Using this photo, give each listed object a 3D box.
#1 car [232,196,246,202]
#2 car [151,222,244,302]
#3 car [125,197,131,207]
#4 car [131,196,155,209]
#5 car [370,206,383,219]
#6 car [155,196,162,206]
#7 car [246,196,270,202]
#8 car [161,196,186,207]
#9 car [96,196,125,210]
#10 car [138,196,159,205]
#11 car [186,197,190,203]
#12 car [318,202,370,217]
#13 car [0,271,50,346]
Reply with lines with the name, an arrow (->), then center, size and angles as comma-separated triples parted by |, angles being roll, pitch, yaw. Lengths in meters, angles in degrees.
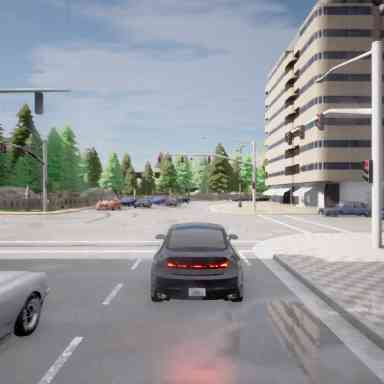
car -> 11.615, 1.540, 76.446 | 5.357, 1.411, 2.033 | 0, 0, -37
car -> 0.118, 1.505, 8.238 | 1.837, 1.490, 4.892 | 0, 0, 1
car -> -9.861, 1.478, 50.986 | 1.882, 1.535, 5.008 | 0, 0, 7
car -> -6.737, 1.564, 45.999 | 1.994, 1.385, 4.181 | 0, 0, 0
car -> 17.705, 1.581, 27.395 | 4.674, 1.442, 1.812 | 0, 0, 0
car -> -5.627, 1.478, 55.805 | 1.882, 1.535, 5.008 | 0, 0, 14
car -> 15.203, 1.595, 74.682 | 4.718, 1.301, 1.895 | 0, 0, -33
car -> -2.791, 1.547, 51.476 | 2.033, 1.411, 5.357 | 0, 0, 7
car -> -10.394, 1.352, 41.775 | 2.097, 1.767, 4.553 | 0, 0, 2
car -> -7.818, 1.505, 60.705 | 1.837, 1.490, 4.892 | 0, 0, 19
car -> -2.194, 1.478, 65.288 | 1.882, 1.535, 5.008 | 0, 0, 28
car -> 14.609, 1.603, 30.905 | 5.357, 1.411, 2.033 | 0, 0, 0
car -> -3.425, 1.601, 3.718 | 1.895, 1.301, 4.718 | 0, 0, 0
